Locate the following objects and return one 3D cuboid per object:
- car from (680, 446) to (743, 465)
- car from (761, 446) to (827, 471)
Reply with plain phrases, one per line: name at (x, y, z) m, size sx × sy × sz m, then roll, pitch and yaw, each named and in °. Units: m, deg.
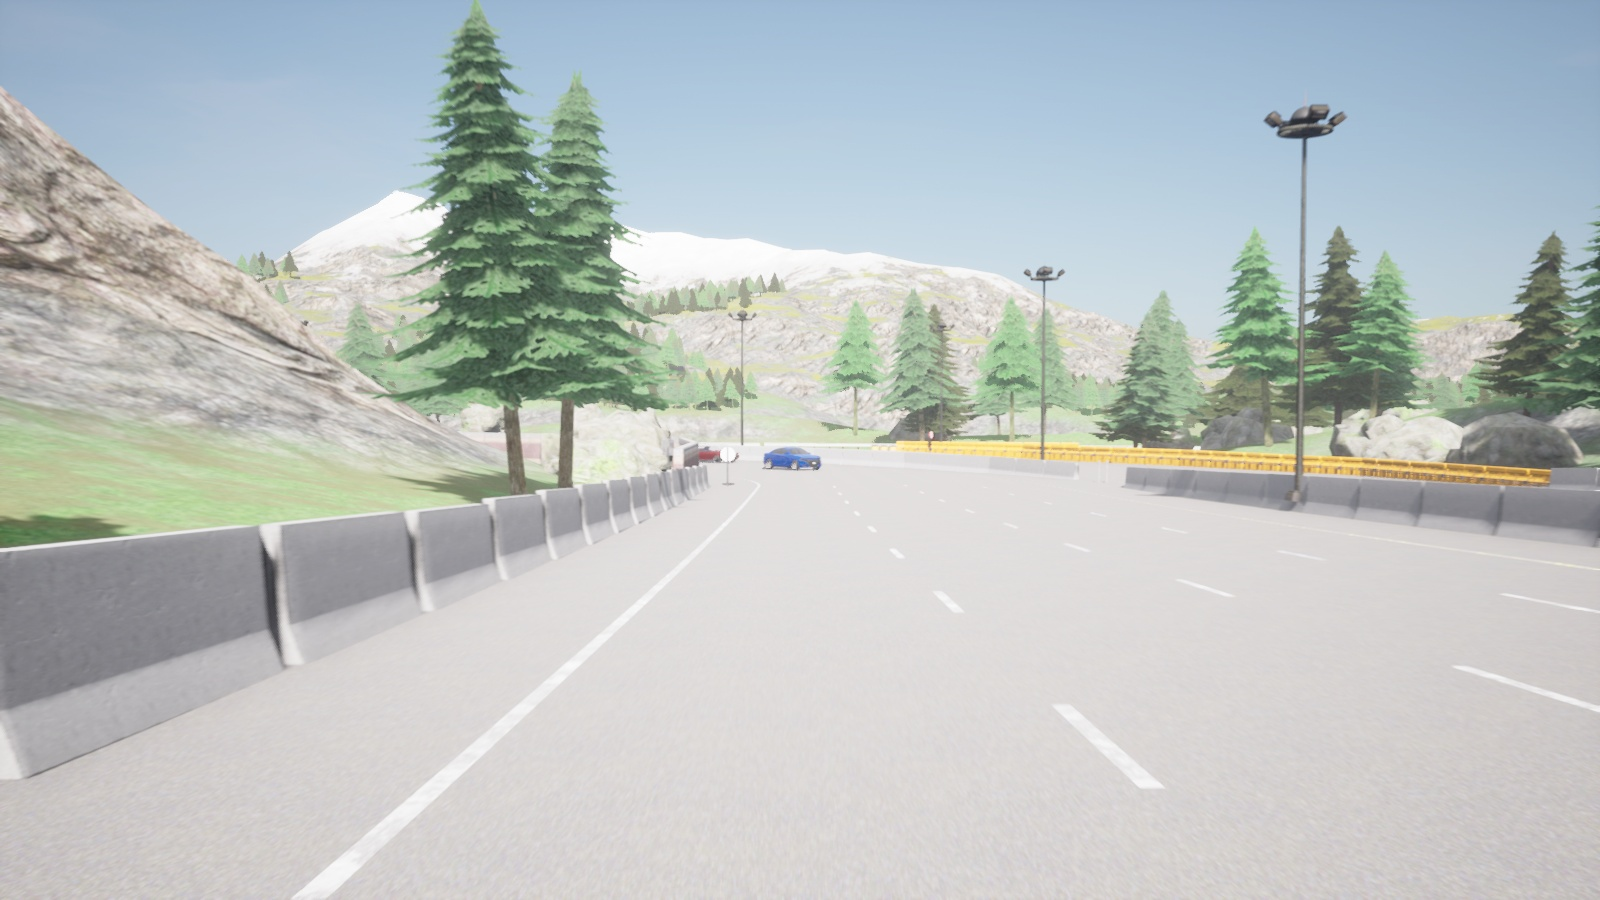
car at (-6.724, 0.375, 95.346) m, size 4.718 × 1.301 × 1.895 m, roll 1°, pitch 2°, yaw 40°
car at (-0.435, 0.552, 82.856) m, size 1.882 × 1.535 × 5.008 m, roll -1°, pitch 1°, yaw -34°
